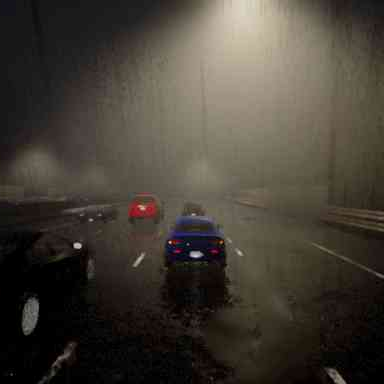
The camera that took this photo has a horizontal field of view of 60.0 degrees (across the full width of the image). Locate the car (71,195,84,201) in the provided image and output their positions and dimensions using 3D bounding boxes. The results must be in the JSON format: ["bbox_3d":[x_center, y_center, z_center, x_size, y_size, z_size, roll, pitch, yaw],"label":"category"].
[{"bbox_3d":[-24.491,1.530,71.960,1.837,1.490,4.892,0,0,0],"label":"car"}]

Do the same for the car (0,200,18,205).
[{"bbox_3d":[-17.591,1.512,30.395,2.128,1.511,4.902,0,0,0],"label":"car"}]

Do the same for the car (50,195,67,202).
[{"bbox_3d":[-27.991,1.405,69.774,2.097,1.767,4.553,0,0,0],"label":"car"}]

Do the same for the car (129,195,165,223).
[{"bbox_3d":[-3.393,1.236,25.554,2.150,2.045,5.566,0,0,0],"label":"car"}]

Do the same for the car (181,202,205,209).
[{"bbox_3d":[0.103,1.542,27.569,1.812,1.442,4.674,0,0,0],"label":"car"}]

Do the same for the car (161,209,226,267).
[{"bbox_3d":[0.102,1.529,11.334,1.812,1.442,4.674,0,0,0],"label":"car"}]

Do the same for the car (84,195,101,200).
[{"bbox_3d":[-20.991,1.386,71.990,2.097,1.767,4.553,0,0,0],"label":"car"}]

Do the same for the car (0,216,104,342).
[{"bbox_3d":[-3.399,1.479,6.506,1.882,1.535,5.008,0,0,0],"label":"car"}]

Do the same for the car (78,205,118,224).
[{"bbox_3d":[-6.895,1.615,24.940,1.895,1.301,4.718,0,0,0],"label":"car"}]
